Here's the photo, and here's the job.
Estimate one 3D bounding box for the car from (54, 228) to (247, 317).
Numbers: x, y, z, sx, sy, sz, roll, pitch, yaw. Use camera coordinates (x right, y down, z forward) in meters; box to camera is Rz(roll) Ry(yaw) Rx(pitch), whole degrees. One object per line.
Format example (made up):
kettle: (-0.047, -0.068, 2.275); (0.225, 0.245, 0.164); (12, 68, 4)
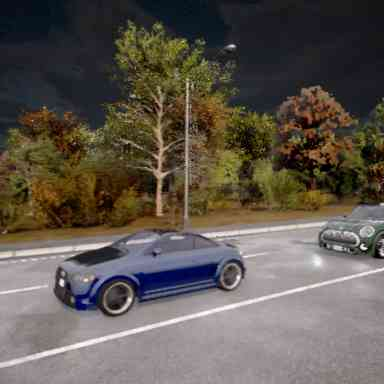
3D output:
car: (-0.801, 1.537, 7.427); (4.181, 1.385, 1.994); (0, 0, -33)

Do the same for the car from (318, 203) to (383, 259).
car: (6.729, 1.197, 12.003); (4.553, 1.767, 2.097); (-2, 1, -29)
